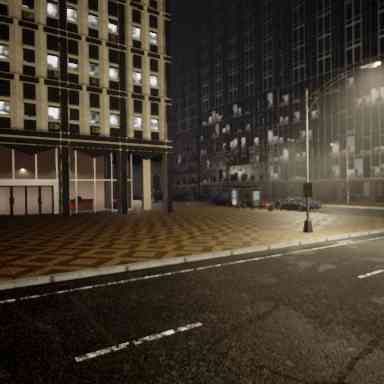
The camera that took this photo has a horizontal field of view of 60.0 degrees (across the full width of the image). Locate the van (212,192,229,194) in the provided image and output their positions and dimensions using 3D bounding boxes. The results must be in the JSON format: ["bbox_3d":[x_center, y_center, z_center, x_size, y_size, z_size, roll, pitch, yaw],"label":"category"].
[{"bbox_3d":[4.902,0.845,58.863,1.690,1.788,3.998,-1,1,-35],"label":"van"}]

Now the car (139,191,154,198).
[{"bbox_3d":[-11.219,0.676,82.267,1.967,1.590,4.097,-1,1,-35],"label":"car"}]

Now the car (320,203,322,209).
[{"bbox_3d":[12.313,1.272,37.888,1.882,1.535,5.008,-1,1,-35],"label":"car"}]

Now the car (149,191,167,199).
[{"bbox_3d":[-7.995,0.605,77.585,2.192,1.841,5.009,-1,1,-35],"label":"car"}]

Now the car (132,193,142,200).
[{"bbox_3d":[-11.672,1.031,68.155,2.008,1.369,4.403,0,1,-35],"label":"car"}]

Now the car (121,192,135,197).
[{"bbox_3d":[-17.667,0.678,91.629,2.008,1.369,4.403,-1,1,-35],"label":"car"}]

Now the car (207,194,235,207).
[{"bbox_3d":[4.405,1.311,44.724,1.947,1.339,4.313,-1,1,-35],"label":"car"}]

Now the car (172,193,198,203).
[{"bbox_3d":[-1.475,0.922,57.980,2.097,1.767,4.553,-1,1,-34],"label":"car"}]

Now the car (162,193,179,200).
[{"bbox_3d":[-4.770,0.925,72.908,1.802,1.307,4.206,-1,1,-35],"label":"car"}]

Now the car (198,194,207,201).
[{"bbox_3d":[1.679,1.033,63.546,1.802,1.307,4.206,-1,1,-35],"label":"car"}]

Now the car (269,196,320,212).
[{"bbox_3d":[10.791,1.416,35.318,1.947,1.339,4.313,-1,1,-35],"label":"car"}]

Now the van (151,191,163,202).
[{"bbox_3d":[-5.223,0.929,58.791,1.690,1.788,3.998,-1,1,-35],"label":"van"}]

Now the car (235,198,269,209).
[{"bbox_3d":[7.581,1.380,40.011,1.802,1.307,4.206,-1,1,-35],"label":"car"}]
